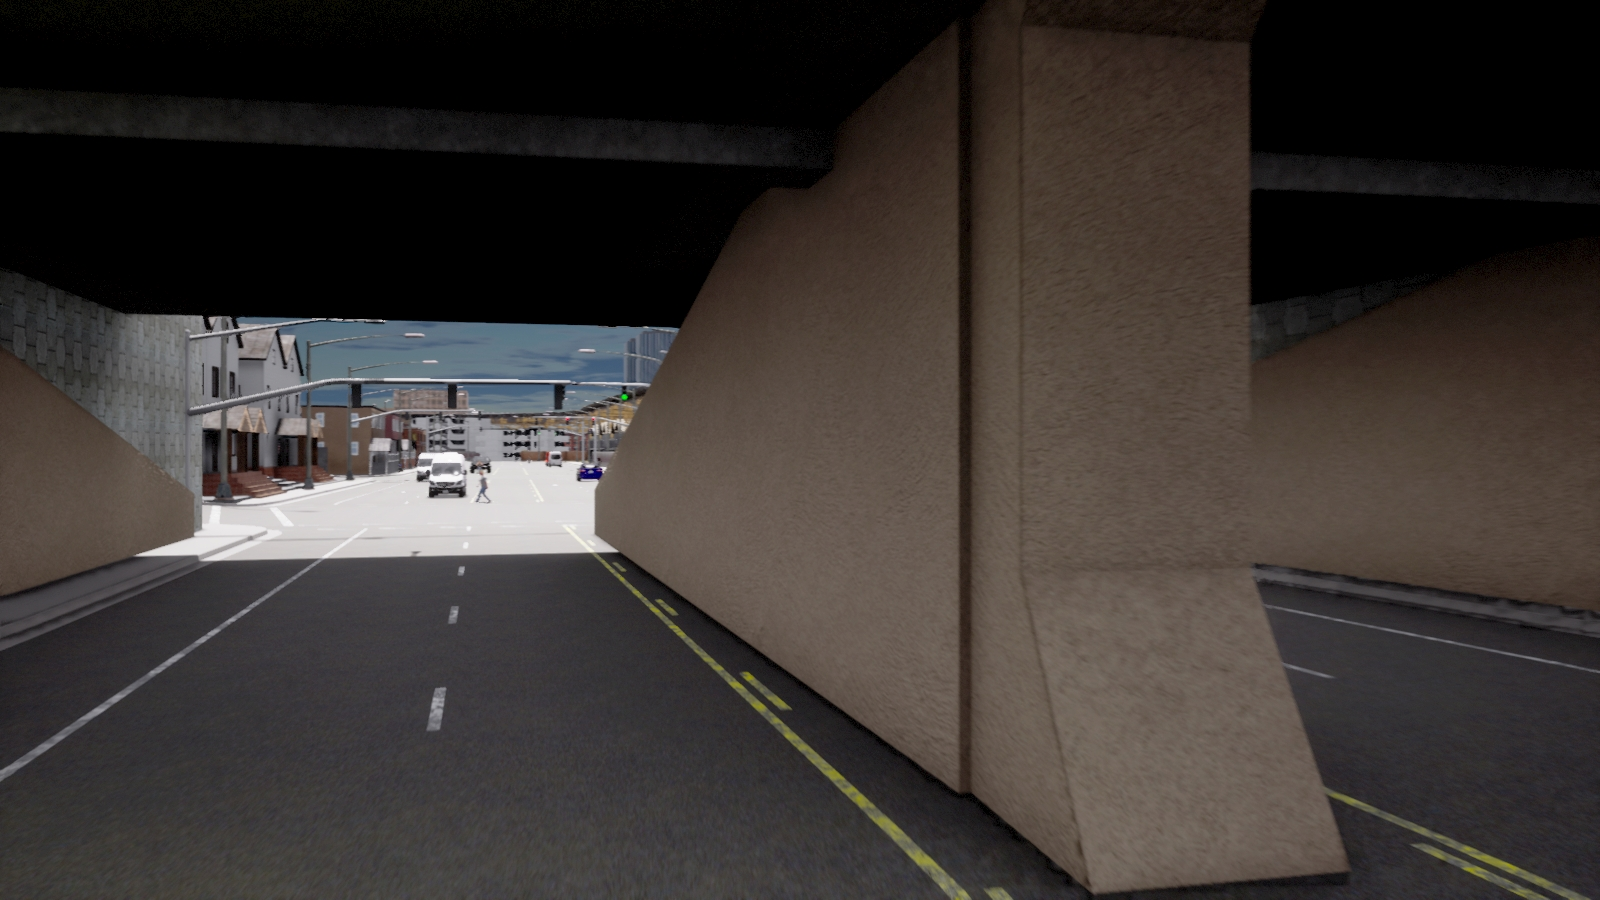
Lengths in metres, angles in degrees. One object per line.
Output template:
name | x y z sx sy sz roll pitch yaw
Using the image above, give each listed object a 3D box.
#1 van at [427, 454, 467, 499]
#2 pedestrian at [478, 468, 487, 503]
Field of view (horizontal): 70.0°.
van | -21.330 1.546 69.262 1.988 2.561 5.915 0 0 -14
pedestrian | -16.758 1.873 60.356 0.375 1.860 0.375 0 0 -28
